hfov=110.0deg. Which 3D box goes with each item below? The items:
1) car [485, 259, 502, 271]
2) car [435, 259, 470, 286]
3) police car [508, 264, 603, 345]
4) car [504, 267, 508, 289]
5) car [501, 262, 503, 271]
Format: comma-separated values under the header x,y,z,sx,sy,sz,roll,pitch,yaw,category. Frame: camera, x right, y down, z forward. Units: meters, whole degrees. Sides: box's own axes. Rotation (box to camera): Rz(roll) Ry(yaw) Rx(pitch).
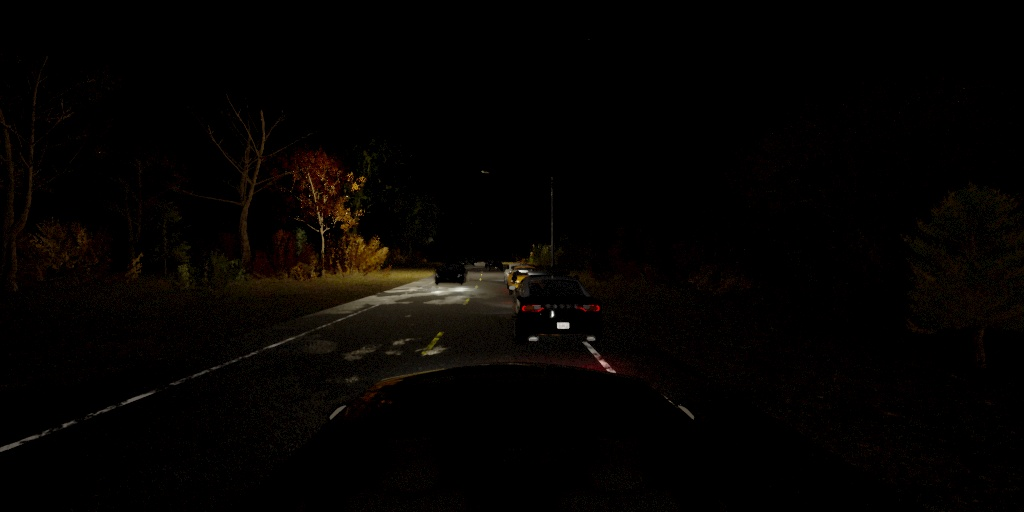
x,y,z,sx,sy,sz,roll,pitch,yaw,category
-2.225,1.234,47.638,1.837,1.490,4.892,0,0,-5,car
-4.288,1.220,25.665,1.882,1.535,5.008,0,0,-3,car
0.964,1.174,9.681,1.930,1.638,5.238,0,0,-1,police car
0.667,1.200,19.813,1.801,1.575,5.366,0,0,-2,car
0.401,1.264,25.651,1.812,1.442,4.674,0,0,-3,car
